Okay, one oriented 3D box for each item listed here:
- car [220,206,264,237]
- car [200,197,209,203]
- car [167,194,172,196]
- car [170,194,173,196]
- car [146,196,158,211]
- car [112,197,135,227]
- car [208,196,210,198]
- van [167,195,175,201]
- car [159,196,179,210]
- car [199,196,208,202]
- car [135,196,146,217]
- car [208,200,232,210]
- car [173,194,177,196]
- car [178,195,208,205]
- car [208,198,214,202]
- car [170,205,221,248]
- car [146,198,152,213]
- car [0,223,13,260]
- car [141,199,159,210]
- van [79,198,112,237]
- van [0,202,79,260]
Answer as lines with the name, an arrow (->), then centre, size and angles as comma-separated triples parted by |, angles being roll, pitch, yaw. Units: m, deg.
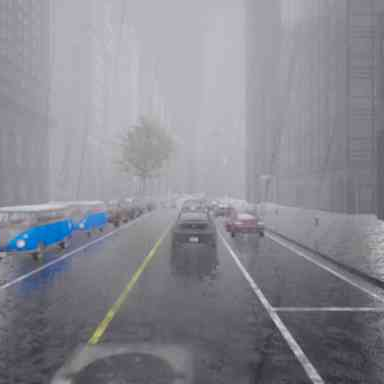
car -> 2.762, 1.629, 17.867 | 1.802, 1.307, 4.206 | 0, 0, 0
car -> 2.764, 1.764, 74.642 | 2.008, 1.369, 4.403 | 0, 0, 0
car -> -5.762, 1.720, 68.787 | 1.752, 1.417, 4.829 | 0, 0, 0
car -> -5.761, 1.795, 74.634 | 1.802, 1.307, 4.206 | 0, 0, 0
car -> -5.762, 1.424, 40.571 | 2.192, 1.841, 5.009 | 0, 0, 0
car -> -5.763, 1.378, 23.539 | 2.192, 1.841, 5.009 | 0, 0, 0
car -> 2.763, 1.651, 46.425 | 1.752, 1.417, 4.829 | 0, 0, 0
van -> -5.761, 1.611, 91.668 | 1.690, 1.788, 3.998 | 0, 0, 0
car -> -3.088, 1.615, 45.340 | 2.128, 1.511, 4.902 | 0, 0, 0
car -> 2.764, 1.672, 80.320 | 1.967, 1.590, 4.097 | 0, 0, 0
car -> -5.763, 1.393, 29.216 | 2.192, 1.841, 5.009 | 0, 0, 0
car -> 2.763, 1.628, 29.222 | 2.008, 1.369, 4.403 | 0, 0, 0
car -> -5.761, 1.566, 85.990 | 2.192, 1.841, 5.009 | 0, 0, 0
car -> 0.086, 1.433, 30.330 | 2.097, 1.767, 4.553 | 0, 0, 0
car -> 2.763, 1.690, 40.577 | 1.802, 1.307, 4.206 | 0, 0, 0
car -> 0.084, 1.545, 14.954 | 1.837, 1.490, 4.892 | 0, 0, 0
car -> -5.762, 1.659, 34.893 | 1.947, 1.339, 4.313 | 0, 0, 0
car -> -5.763, 1.568, 6.506 | 2.008, 1.369, 4.403 | 0, 0, 0
car -> -5.762, 1.676, 46.248 | 2.008, 1.369, 4.403 | 0, 0, 0
van -> -5.763, 1.389, 17.861 | 1.690, 1.788, 3.998 | 0, 0, 0
van -> -5.763, 1.374, 12.184 | 1.690, 1.788, 3.998 | 0, 0, 0
